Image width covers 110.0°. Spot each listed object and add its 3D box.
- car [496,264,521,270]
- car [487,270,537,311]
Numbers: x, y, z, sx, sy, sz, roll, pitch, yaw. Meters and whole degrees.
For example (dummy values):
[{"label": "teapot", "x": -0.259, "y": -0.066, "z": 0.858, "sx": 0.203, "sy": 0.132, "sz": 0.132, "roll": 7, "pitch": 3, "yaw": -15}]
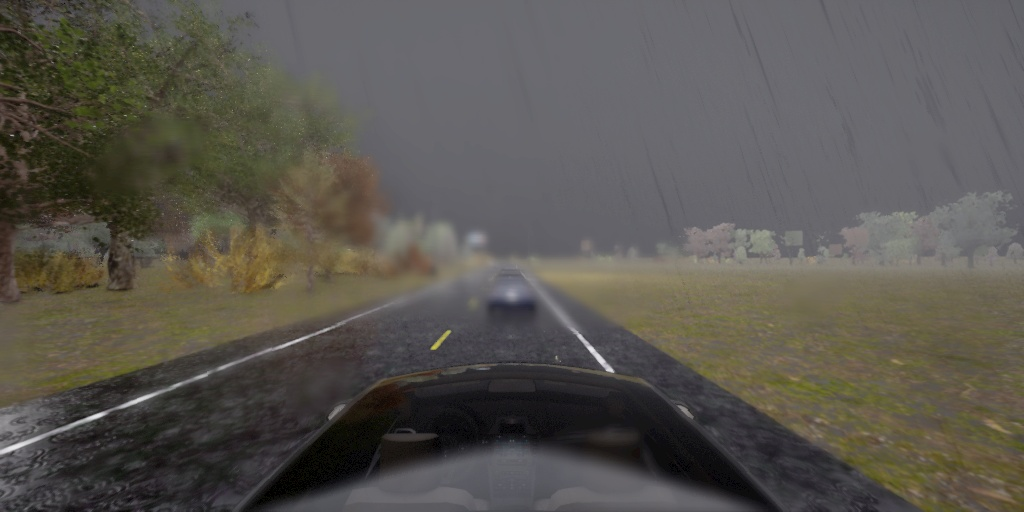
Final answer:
[{"label": "car", "x": 0.036, "y": 1.545, "z": 30.348, "sx": 2.128, "sy": 1.511, "sz": 4.902, "roll": 0, "pitch": 0, "yaw": 1}, {"label": "car", "x": 0.029, "y": 1.458, "z": 15.288, "sx": 1.994, "sy": 1.385, "sz": 4.181, "roll": 0, "pitch": -1, "yaw": 1}]
